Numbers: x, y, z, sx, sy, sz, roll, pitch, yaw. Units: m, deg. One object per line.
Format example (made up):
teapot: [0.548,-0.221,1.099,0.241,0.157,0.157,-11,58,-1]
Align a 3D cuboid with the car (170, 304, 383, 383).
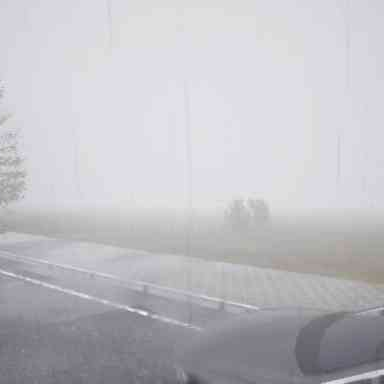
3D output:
car: [2.020,1.495,2.111,4.902,1.511,2.128,0,0,35]
